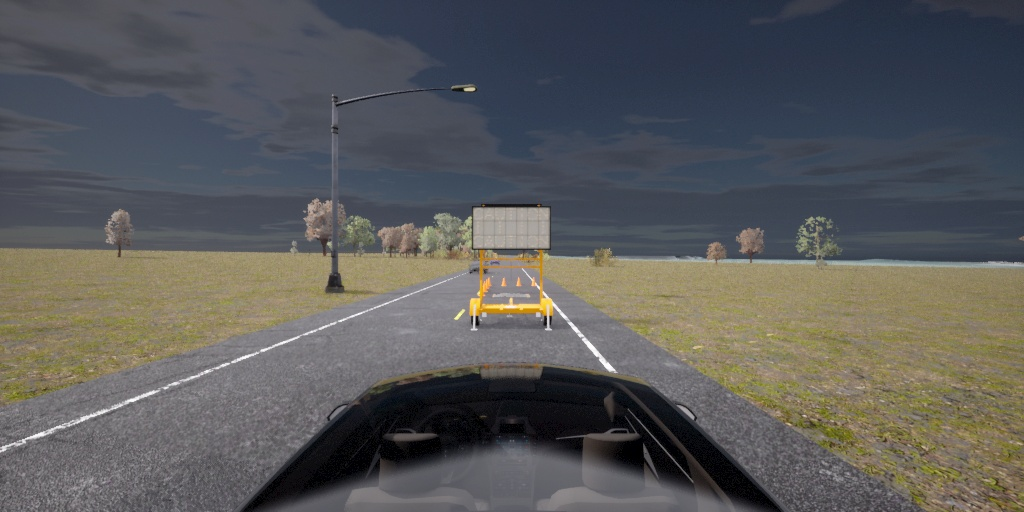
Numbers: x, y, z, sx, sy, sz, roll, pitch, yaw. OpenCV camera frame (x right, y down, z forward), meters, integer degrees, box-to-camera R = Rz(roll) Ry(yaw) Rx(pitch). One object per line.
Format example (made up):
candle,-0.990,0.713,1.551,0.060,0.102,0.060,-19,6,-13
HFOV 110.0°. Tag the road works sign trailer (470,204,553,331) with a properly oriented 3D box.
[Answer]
road works sign trailer,-0.022,0.215,11.030,2.380,3.560,2.880,0,0,0

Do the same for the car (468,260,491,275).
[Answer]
car,-3.693,1.258,39.887,1.837,1.490,4.892,0,0,0
